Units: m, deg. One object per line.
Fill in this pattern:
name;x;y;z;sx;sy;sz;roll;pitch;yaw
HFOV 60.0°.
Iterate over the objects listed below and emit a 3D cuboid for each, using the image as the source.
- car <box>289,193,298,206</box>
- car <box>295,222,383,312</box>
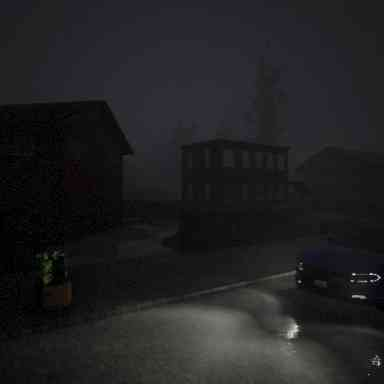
car;7.798;0.993;29.123;3.866;1.878;1.905;0;0;-35
car;4.507;1.485;7.812;5.008;1.535;1.882;0;0;-35
